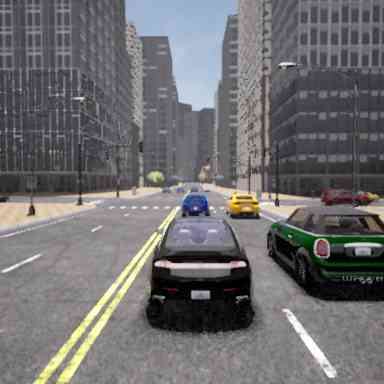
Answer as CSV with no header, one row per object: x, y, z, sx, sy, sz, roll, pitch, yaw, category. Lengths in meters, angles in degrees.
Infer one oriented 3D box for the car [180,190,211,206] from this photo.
0.289,0.880,24.273,1.882,1.535,5.008,0,1,1,car

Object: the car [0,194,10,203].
-22.447,0.530,36.652,4.313,1.339,1.947,1,2,2,car

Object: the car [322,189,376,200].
16.474,0.657,35.830,5.009,1.841,2.192,1,2,1,car

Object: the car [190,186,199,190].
0.663,-0.827,87.106,2.097,1.767,4.553,0,1,0,car

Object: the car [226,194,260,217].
3.530,0.894,23.727,1.882,1.535,5.008,0,1,1,car

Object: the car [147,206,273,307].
0.153,1.306,7.525,2.128,1.511,4.902,0,1,1,car

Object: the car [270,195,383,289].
3.412,1.139,8.701,2.097,1.767,4.553,0,2,1,car

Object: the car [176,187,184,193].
-2.659,-0.416,77.866,1.812,1.442,4.674,0,1,0,car

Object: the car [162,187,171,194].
-5.909,-0.402,77.892,2.033,1.411,5.357,0,1,0,car

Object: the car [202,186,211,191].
3.913,-0.587,87.146,1.895,1.301,4.718,0,1,0,car

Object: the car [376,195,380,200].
22.146,0.584,44.074,4.829,1.417,1.752,1,2,1,car
